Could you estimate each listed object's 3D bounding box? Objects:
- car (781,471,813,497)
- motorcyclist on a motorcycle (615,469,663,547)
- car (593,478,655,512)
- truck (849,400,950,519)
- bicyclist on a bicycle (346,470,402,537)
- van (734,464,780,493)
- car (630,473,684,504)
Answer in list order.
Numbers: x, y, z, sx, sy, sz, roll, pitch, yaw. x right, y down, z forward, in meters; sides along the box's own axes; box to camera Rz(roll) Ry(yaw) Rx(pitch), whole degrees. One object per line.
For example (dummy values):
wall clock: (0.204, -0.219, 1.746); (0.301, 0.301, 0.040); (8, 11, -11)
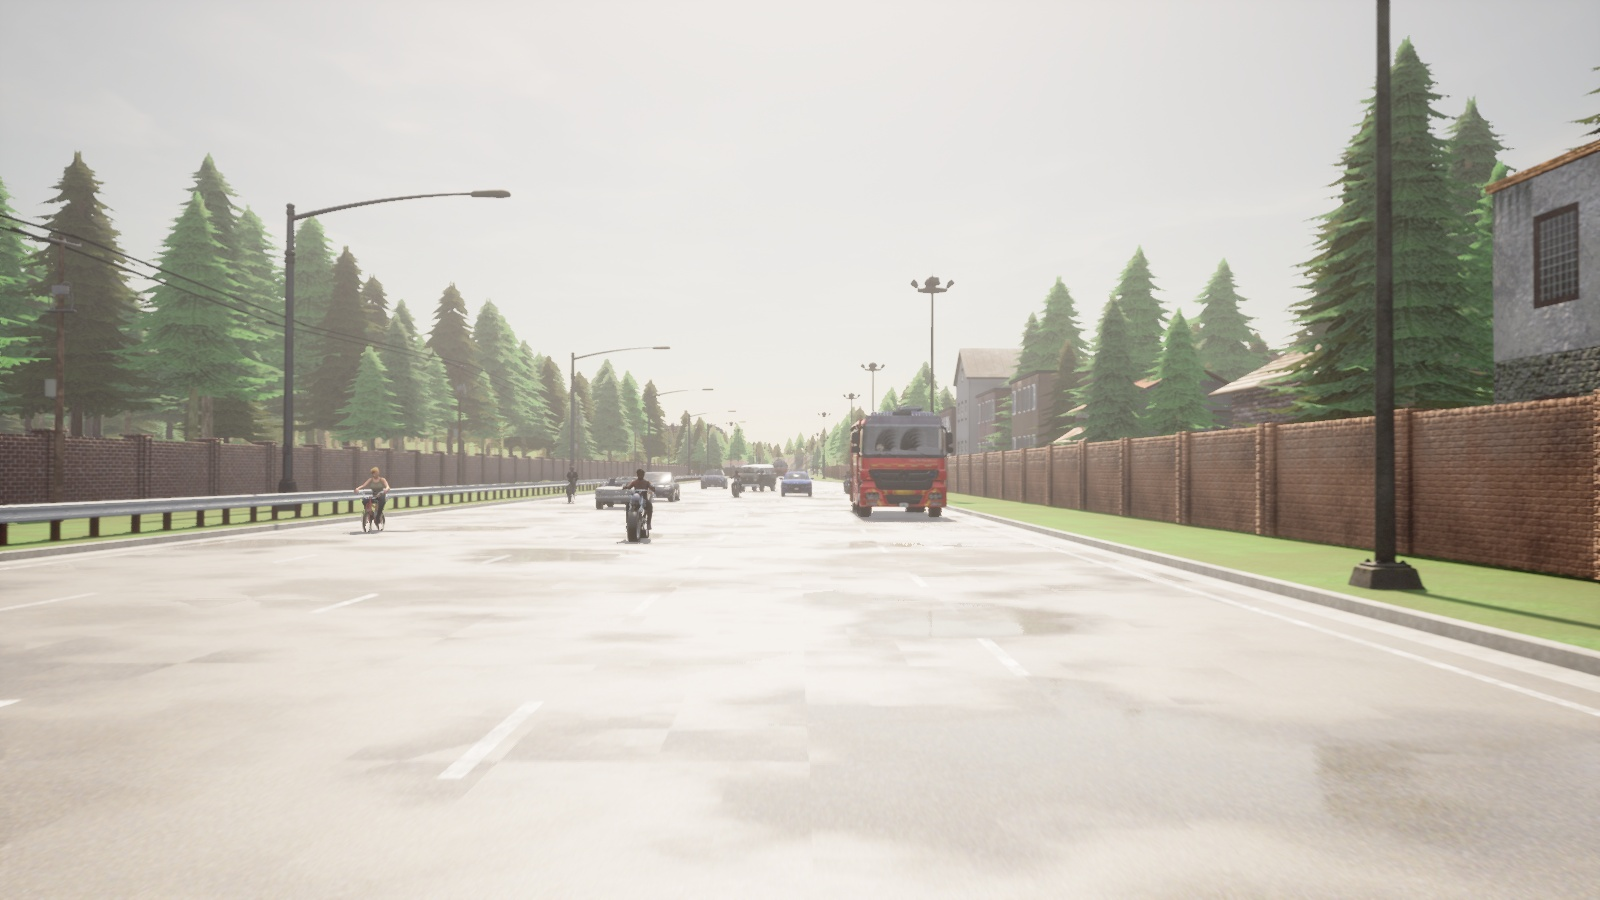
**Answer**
car: (-0.191, 2.086, 77.236); (1.882, 1.535, 5.008); (0, -1, 0)
motorcyclist on a motorcycle: (-3.570, 1.247, 27.949); (0.766, 1.649, 2.350); (0, -1, 0)
car: (-7.127, 1.802, 51.269); (1.895, 1.301, 4.718); (0, -1, 0)
truck: (3.385, 0.387, 44.837); (2.891, 3.827, 8.468); (0, -1, 0)
bicyclist on a bicycle: (-10.572, 1.316, 31.204); (0.866, 1.612, 1.509); (0, -1, 0)
van: (-3.192, 2.121, 93.819); (2.069, 2.038, 4.480); (-1, -1, 17)
car: (-7.156, 1.902, 63.271); (2.163, 1.488, 4.792); (0, -1, 0)
